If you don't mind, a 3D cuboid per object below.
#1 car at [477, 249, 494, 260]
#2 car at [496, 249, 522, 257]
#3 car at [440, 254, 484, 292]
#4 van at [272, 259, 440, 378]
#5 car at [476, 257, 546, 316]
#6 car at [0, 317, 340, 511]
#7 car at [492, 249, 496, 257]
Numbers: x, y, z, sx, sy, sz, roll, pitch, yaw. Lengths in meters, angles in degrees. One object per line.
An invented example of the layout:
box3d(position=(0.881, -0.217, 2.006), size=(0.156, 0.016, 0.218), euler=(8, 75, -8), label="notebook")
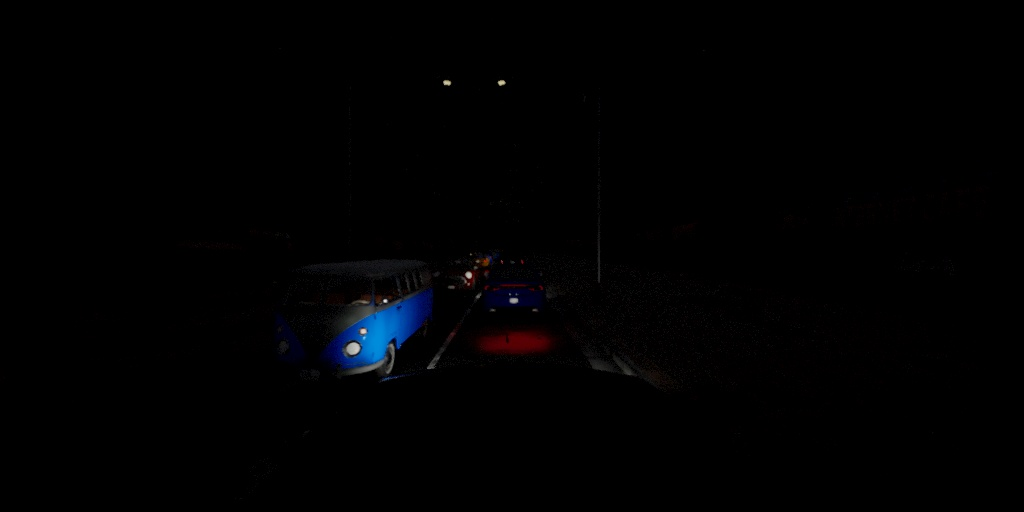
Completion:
box3d(position=(-3.130, 0.410, 35.518), size=(1.801, 1.575, 5.366), euler=(0, 1, 0), label="car")
box3d(position=(-0.003, 0.444, 29.449), size=(2.097, 1.767, 4.553), euler=(0, 1, 0), label="car")
box3d(position=(-2.686, 0.807, 17.831), size=(1.967, 1.591, 4.097), euler=(0, 0, 0), label="car")
box3d(position=(-2.651, 0.971, 6.764), size=(1.690, 1.789, 3.998), euler=(0, 0, 0), label="van")
box3d(position=(0.045, 0.980, 12.110), size=(1.882, 1.535, 5.008), euler=(0, 1, 0), label="car")
box3d(position=(-2.634, 1.308, 1.230), size=(1.888, 1.381, 4.507), euler=(0, 0, 0), label="car")
box3d(position=(-3.141, 0.274, 42.329), size=(1.882, 1.535, 5.008), euler=(0, 1, 0), label="car")
